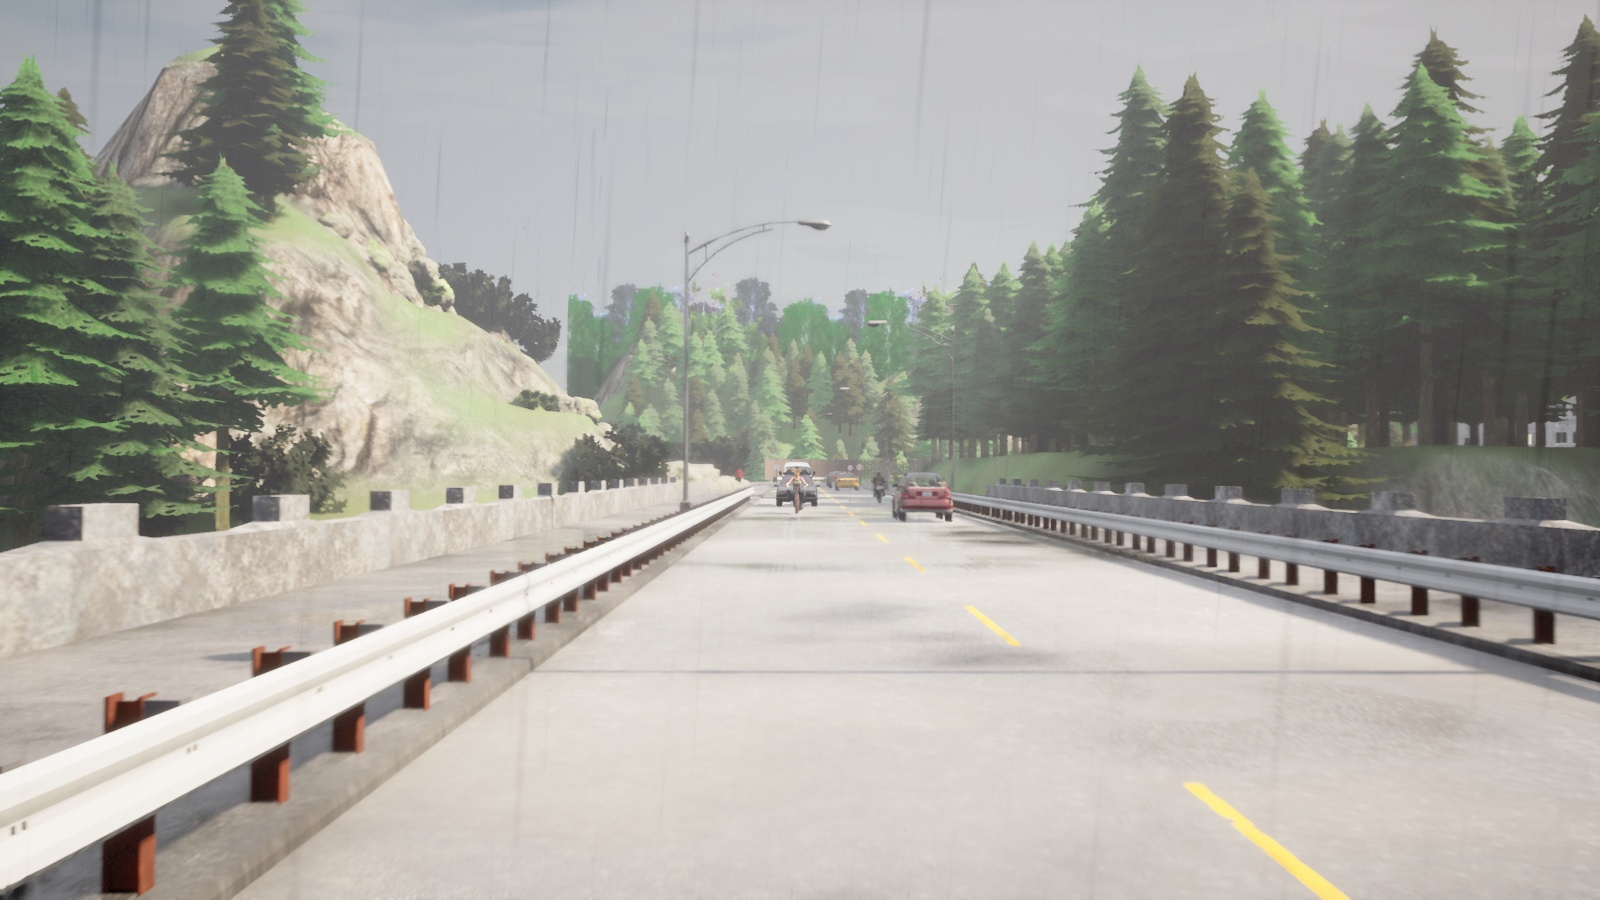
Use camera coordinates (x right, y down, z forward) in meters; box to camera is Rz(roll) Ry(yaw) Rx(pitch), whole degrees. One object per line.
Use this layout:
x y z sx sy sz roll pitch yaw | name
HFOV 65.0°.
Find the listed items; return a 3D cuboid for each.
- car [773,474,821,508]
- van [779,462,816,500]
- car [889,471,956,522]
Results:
-0.120 1.802 56.117 2.033 1.411 5.357 0 -1 0 | car
-0.164 1.748 72.810 2.069 2.038 4.480 0 0 -1 | van
3.914 1.457 40.590 1.789 1.549 3.705 0 -1 0 | car
